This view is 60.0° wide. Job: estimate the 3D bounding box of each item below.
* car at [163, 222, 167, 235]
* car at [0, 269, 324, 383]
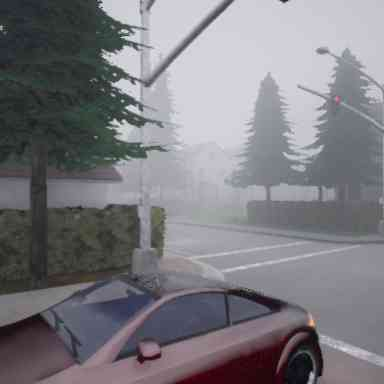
[{"bbox_3d":[-3.472,1.953,21.674,1.882,1.535,5.008,1,-1,-35],"label":"car"},{"bbox_3d":[-0.513,1.614,3.497,4.181,1.385,1.994,1,-1,-36],"label":"car"}]
